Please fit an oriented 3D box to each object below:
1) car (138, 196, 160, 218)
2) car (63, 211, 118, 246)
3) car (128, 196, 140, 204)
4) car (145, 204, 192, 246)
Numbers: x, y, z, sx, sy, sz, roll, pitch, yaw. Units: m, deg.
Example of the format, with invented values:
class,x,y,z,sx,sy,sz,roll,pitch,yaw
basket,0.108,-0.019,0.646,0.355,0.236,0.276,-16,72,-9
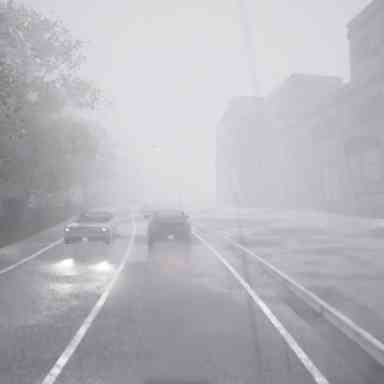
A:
class,x,y,z,sx,sy,sz,roll,pitch,yaw
car,-4.194,1.475,33.384,1.812,1.442,4.674,1,0,-11
car,-4.563,1.586,15.525,1.895,1.301,4.718,0,0,-8
car,-9.598,1.341,57.726,2.033,1.411,5.357,-1,0,4
car,-1.139,1.520,15.546,1.837,1.490,4.892,1,0,-7
